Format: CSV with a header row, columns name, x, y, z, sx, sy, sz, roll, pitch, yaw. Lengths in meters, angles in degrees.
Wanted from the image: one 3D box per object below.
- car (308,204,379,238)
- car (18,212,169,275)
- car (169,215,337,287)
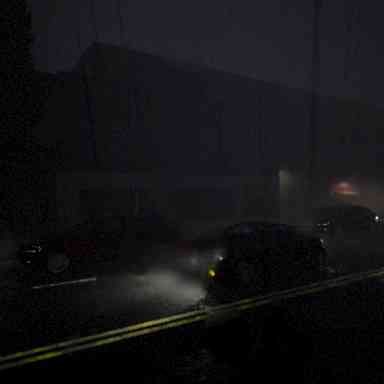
name,x,y,z,sx,sy,sz,roll,pitch,yaw
car,7.529,1.403,16.950,4.892,1.490,1.837,0,0,-32
car,-2.702,1.444,10.544,5.008,1.535,1.882,0,0,-32
car,1.753,1.517,9.200,4.181,1.385,1.994,0,0,-32
